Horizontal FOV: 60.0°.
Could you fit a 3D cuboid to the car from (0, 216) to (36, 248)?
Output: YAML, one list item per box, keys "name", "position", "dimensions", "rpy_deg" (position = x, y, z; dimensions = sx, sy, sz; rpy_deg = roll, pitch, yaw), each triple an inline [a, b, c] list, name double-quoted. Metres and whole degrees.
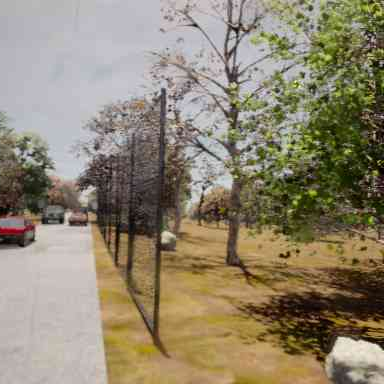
- name: "car"
  position: [-9.796, 2.076, 18.128]
  dimensions: [1.882, 1.535, 5.008]
  rpy_deg: [3, -3, -17]

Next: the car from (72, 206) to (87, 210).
- name: "car"
  position: [-15.791, 3.037, 47.050]
  dimensions: [2.150, 2.045, 5.566]
  rpy_deg: [3, -3, -17]

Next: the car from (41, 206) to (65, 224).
- name: "car"
  position: [-16.205, 2.634, 39.061]
  dimensions: [2.150, 2.045, 5.566]
  rpy_deg: [3, -3, -17]

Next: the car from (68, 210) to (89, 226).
- name: "car"
  position: [-12.649, 3.026, 37.031]
  dimensions: [1.895, 1.301, 4.718]
  rpy_deg: [3, -3, -17]
